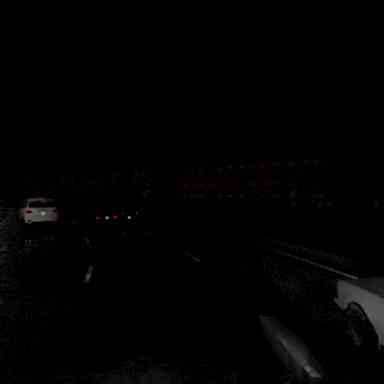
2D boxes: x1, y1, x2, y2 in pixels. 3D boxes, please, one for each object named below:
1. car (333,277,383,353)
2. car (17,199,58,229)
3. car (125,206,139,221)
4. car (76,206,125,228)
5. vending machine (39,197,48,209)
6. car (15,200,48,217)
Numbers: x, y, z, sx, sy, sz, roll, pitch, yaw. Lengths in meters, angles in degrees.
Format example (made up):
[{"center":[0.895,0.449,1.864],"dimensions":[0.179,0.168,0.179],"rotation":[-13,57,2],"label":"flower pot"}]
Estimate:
[{"center":[3.415,1.611,3.405],"dimensions":[1.895,1.301,4.718],"rotation":[0,0,-5],"label":"car"},{"center":[-11.297,1.498,24.219],"dimensions":[2.150,2.045,5.566],"rotation":[0,-1,-33],"label":"car"},{"center":[-6.633,1.900,30.050],"dimensions":[1.895,1.301,4.718],"rotation":[0,-1,-36],"label":"car"},{"center":[-7.021,1.801,24.385],"dimensions":[2.033,1.411,5.357],"rotation":[0,-1,-32],"label":"car"},{"center":[-24.899,1.824,55.640],"dimensions":[1.100,2.100,0.880],"rotation":[0,-1,-44],"label":"vending machine"},{"center":[-18.212,1.786,37.746],"dimensions":[2.097,1.767,4.553],"rotation":[0,-1,-43],"label":"car"}]
